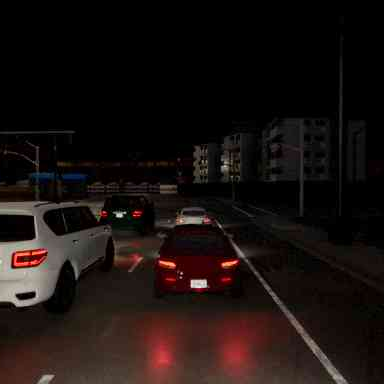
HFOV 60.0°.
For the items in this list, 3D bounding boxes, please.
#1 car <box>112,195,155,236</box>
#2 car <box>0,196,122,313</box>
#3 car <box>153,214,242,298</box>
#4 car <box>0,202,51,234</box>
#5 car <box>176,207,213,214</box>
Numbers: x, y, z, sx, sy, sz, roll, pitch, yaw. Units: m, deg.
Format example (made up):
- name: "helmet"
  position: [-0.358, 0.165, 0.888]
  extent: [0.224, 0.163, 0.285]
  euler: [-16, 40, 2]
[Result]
- name: "car"
  position: [-3.359, 1.179, 18.131]
  extent: [2.150, 2.045, 5.566]
  euler: [0, 0, 0]
- name: "car"
  position: [-3.386, 1.218, 7.772]
  extent: [2.150, 2.045, 5.566]
  euler: [0, 0, 0]
- name: "car"
  position: [0.117, 1.521, 8.416]
  extent: [1.812, 1.442, 4.674]
  euler: [0, 0, 0]
- name: "car"
  position: [-10.470, 1.423, 19.898]
  extent: [1.882, 1.535, 5.008]
  euler: [0, 0, 0]
- name: "car"
  position: [0.108, 1.490, 17.503]
  extent: [1.812, 1.442, 4.674]
  euler: [0, 0, 1]
